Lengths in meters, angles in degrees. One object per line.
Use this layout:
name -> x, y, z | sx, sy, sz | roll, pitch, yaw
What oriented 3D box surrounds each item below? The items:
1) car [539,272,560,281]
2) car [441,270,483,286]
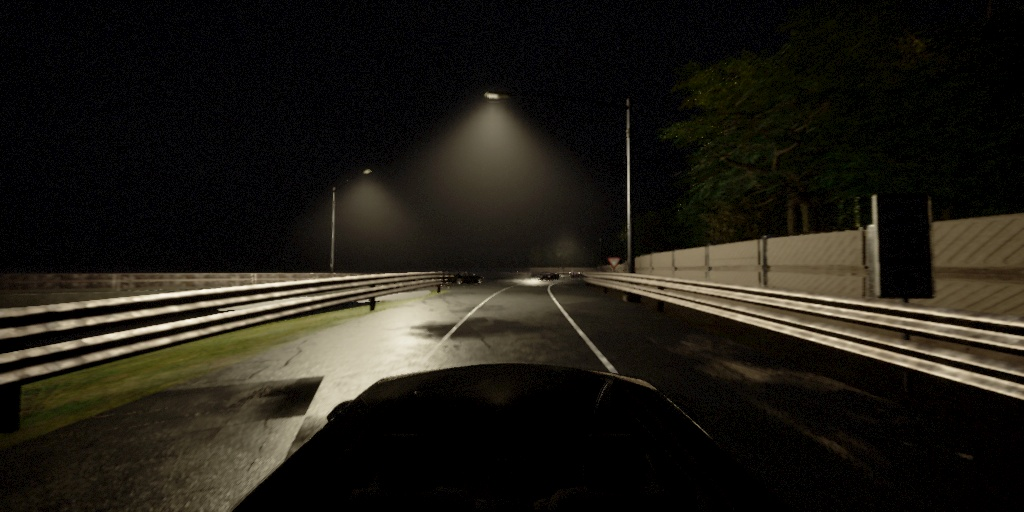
car -> 5.880, 3.181, 55.286 | 1.895, 1.301, 4.718 | -1, -3, 24
car -> -5.015, 2.243, 36.851 | 1.882, 1.535, 5.008 | -1, -3, 36
